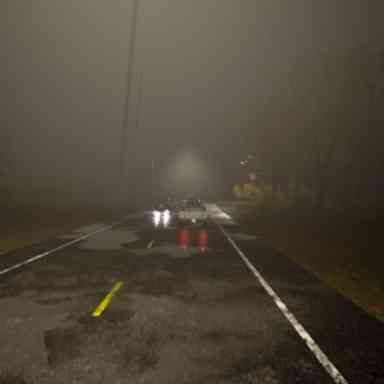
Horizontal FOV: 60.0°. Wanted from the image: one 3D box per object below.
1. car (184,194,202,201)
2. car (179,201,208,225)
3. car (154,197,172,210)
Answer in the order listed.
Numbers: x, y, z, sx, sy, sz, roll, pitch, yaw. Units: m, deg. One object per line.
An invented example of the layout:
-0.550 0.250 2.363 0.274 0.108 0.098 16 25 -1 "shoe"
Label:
0.295 1.365 42.227 2.128 1.511 4.902 0 0 1 "car"
0.114 1.531 23.352 1.895 1.301 4.718 0 0 0 "car"
-3.444 1.372 39.884 2.128 1.511 4.902 0 0 1 "car"
